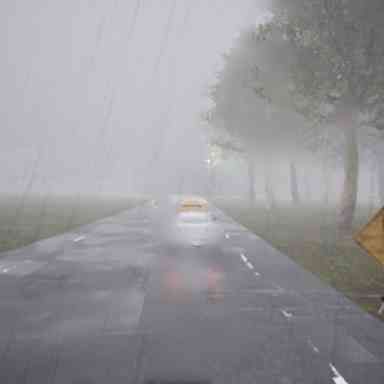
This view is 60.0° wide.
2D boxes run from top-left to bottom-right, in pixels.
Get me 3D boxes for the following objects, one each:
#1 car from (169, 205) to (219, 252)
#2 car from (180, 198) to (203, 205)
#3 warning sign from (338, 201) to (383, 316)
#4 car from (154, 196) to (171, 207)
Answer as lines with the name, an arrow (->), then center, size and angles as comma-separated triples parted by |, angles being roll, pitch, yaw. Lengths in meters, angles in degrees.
car -> 0.066, 1.474, 13.476 | 1.812, 1.442, 4.674 | 0, 0, 0
car -> -0.011, 1.292, 29.292 | 1.882, 1.535, 5.008 | 0, 1, 0
warning sign -> 3.539, 1.102, 6.015 | 1.300, 1.860, 1.060 | -1, 0, 0
car -> -3.805, 1.222, 43.725 | 2.033, 1.411, 5.357 | 0, 1, 0
